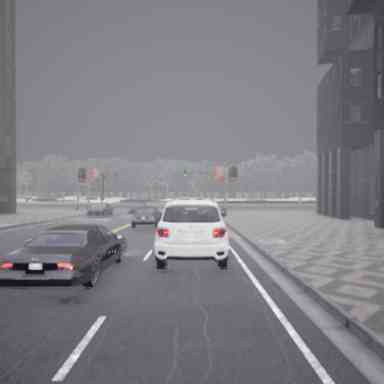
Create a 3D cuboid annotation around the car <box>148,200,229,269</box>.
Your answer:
[{"bbox_3d":[0.058,1.301,11.649,2.150,2.045,5.566,0,-1,2],"label":"car"}]

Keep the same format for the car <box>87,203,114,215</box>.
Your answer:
[{"bbox_3d":[-9.822,1.904,35.855,1.882,1.535,5.008,0,-1,0],"label":"car"}]

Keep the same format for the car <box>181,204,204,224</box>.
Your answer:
[{"bbox_3d":[0.076,1.842,28.538,1.812,1.442,4.674,0,-1,0],"label":"car"}]

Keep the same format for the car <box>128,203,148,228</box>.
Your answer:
[{"bbox_3d":[-3.199,1.802,24.435,2.033,1.411,5.357,0,-1,1],"label":"car"}]

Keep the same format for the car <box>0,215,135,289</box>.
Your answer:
[{"bbox_3d":[-3.202,1.605,9.361,2.033,1.411,5.357,0,-1,1],"label":"car"}]
